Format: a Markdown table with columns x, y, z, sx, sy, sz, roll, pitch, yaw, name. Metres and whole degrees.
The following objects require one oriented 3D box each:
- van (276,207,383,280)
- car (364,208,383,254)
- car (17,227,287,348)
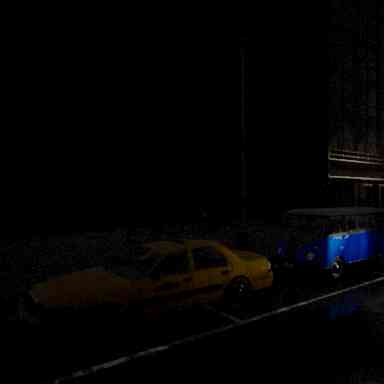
| x | y | z | sx | sy | sz | roll | pitch | yaw | name |
| --- | --- | --- | --- | --- | --- | --- | --- | --- | --- |
| 4.157 | 1.341 | 9.634 | 3.998 | 1.788 | 1.690 | 0 | 0 | -36 | van |
| 8.718 | 1.441 | 12.900 | 4.097 | 1.590 | 1.967 | 0 | 0 | -36 | car |
| -0.541 | 1.525 | 6.269 | 4.829 | 1.417 | 1.752 | 0 | 0 | -36 | car |
